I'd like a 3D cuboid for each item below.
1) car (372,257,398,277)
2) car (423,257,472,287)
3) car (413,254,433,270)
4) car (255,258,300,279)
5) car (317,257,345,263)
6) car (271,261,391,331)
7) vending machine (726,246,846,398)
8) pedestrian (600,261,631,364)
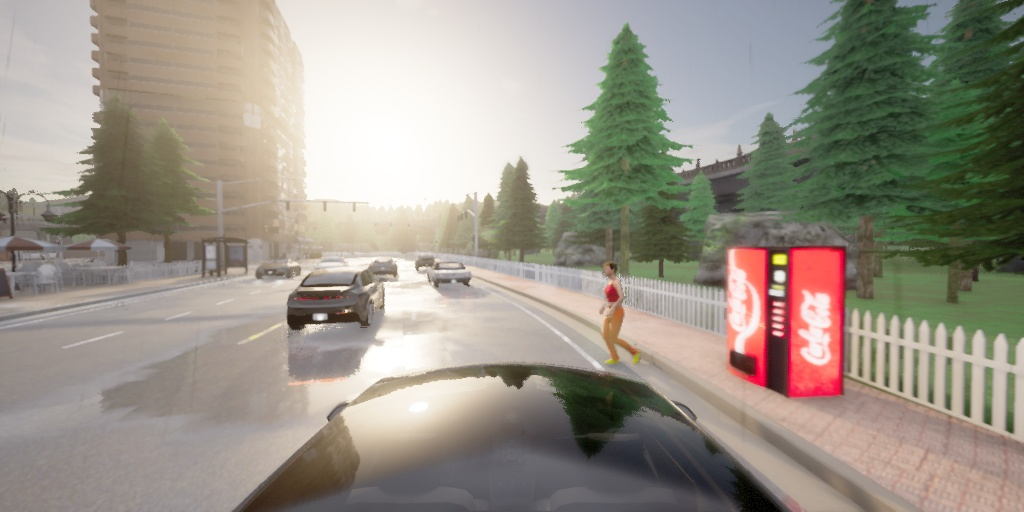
[{"bbox_3d":[-9.599,0.793,26.887,1.994,1.385,4.181,-1,1,-18],"label":"car"},{"bbox_3d":[-3.664,0.949,20.249,1.895,1.301,4.718,-1,1,-19],"label":"car"},{"bbox_3d":[-8.462,0.543,35.042,1.837,1.490,4.892,-1,2,-17],"label":"car"},{"bbox_3d":[-16.659,0.859,25.768,1.994,1.385,4.181,-1,1,-17],"label":"car"},{"bbox_3d":[-13.248,0.782,26.581,1.812,1.442,4.674,-1,1,-17],"label":"car"},{"bbox_3d":[-4.883,1.082,10.493,1.837,1.490,4.892,0,1,-13],"label":"car"},{"bbox_3d":[3.744,0.849,5.028,1.100,2.100,0.880,0,0,-5],"label":"vending machine"},{"bbox_3d":[1.730,0.933,6.154,0.375,1.860,0.375,0,1,-7],"label":"pedestrian"}]
